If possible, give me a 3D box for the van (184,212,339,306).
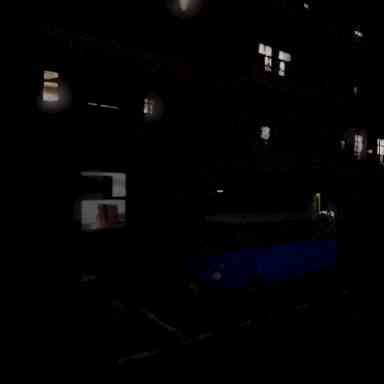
[{"bbox_3d":[1.742,1.383,7.816,3.998,1.788,1.690,1,-1,-36],"label":"van"}]
